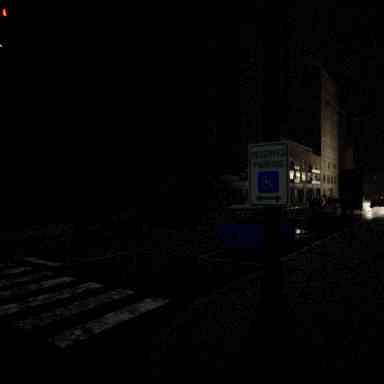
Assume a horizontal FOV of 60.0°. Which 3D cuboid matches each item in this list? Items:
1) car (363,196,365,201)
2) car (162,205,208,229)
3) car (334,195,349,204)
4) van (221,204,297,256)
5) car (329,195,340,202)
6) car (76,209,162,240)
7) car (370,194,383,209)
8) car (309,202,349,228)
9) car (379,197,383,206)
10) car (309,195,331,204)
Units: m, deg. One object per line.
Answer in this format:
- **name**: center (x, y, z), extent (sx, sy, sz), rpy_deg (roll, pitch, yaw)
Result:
- **car**: center (41.741, 1.559, 82.431), extent (2.008, 1.369, 4.403), rpy_deg (0, 0, 35)
- **car**: center (-0.651, 1.582, 21.943), extent (1.887, 1.381, 4.507), rpy_deg (0, 0, 35)
- **car**: center (28.697, 1.461, 63.820), extent (1.967, 1.590, 4.097), rpy_deg (0, 0, 35)
- **van**: center (2.664, 1.323, 12.693), extent (1.690, 1.788, 3.998), rpy_deg (0, 0, 35)
- **car**: center (22.175, 1.342, 54.515), extent (2.192, 1.841, 5.009), rpy_deg (0, 0, 35)
- **car**: center (-3.911, 1.587, 17.291), extent (2.008, 1.369, 4.403), rpy_deg (0, 0, 35)
- **car**: center (25.489, 1.415, 45.260), extent (1.967, 1.590, 4.097), rpy_deg (0, 0, 35)
- **car**: center (9.187, 1.566, 21.996), extent (1.802, 1.307, 4.206), rpy_deg (0, 0, 35)
- **car**: center (32.011, 1.521, 54.564), extent (2.008, 1.369, 4.403), rpy_deg (0, 0, 35)
- **car**: center (18.915, 1.595, 49.861), extent (1.947, 1.339, 4.313), rpy_deg (0, 0, 35)
